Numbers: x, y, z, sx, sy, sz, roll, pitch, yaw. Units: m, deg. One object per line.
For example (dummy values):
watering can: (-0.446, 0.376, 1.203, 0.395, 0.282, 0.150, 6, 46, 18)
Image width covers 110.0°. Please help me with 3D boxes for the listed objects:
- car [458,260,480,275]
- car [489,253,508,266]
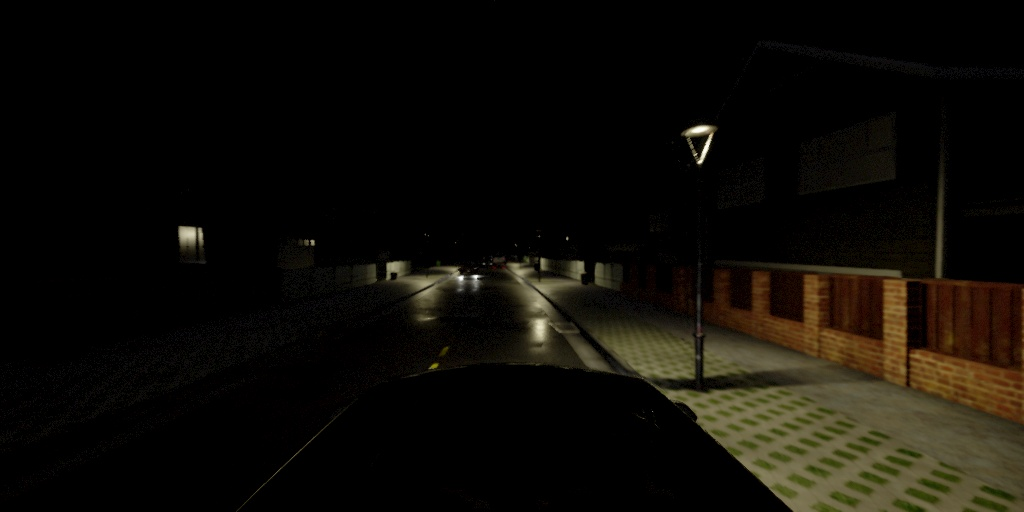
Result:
car: (-4.440, 1.193, 37.529, 1.812, 1.442, 4.674, 0, 0, -4)
car: (-2.076, 0.541, 60.263, 2.150, 2.045, 5.566, -5, 1, -1)
